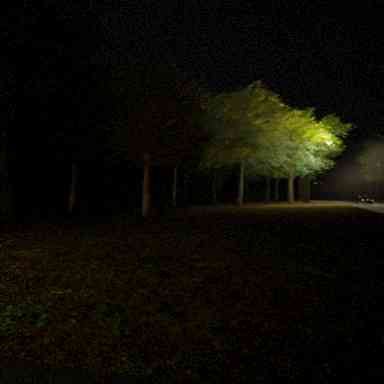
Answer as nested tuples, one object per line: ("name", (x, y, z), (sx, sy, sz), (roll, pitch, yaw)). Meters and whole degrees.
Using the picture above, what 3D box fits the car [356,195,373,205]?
("car", (27.157, 1.221, 52.412), (1.837, 1.490, 4.892), (1, 0, 17))
